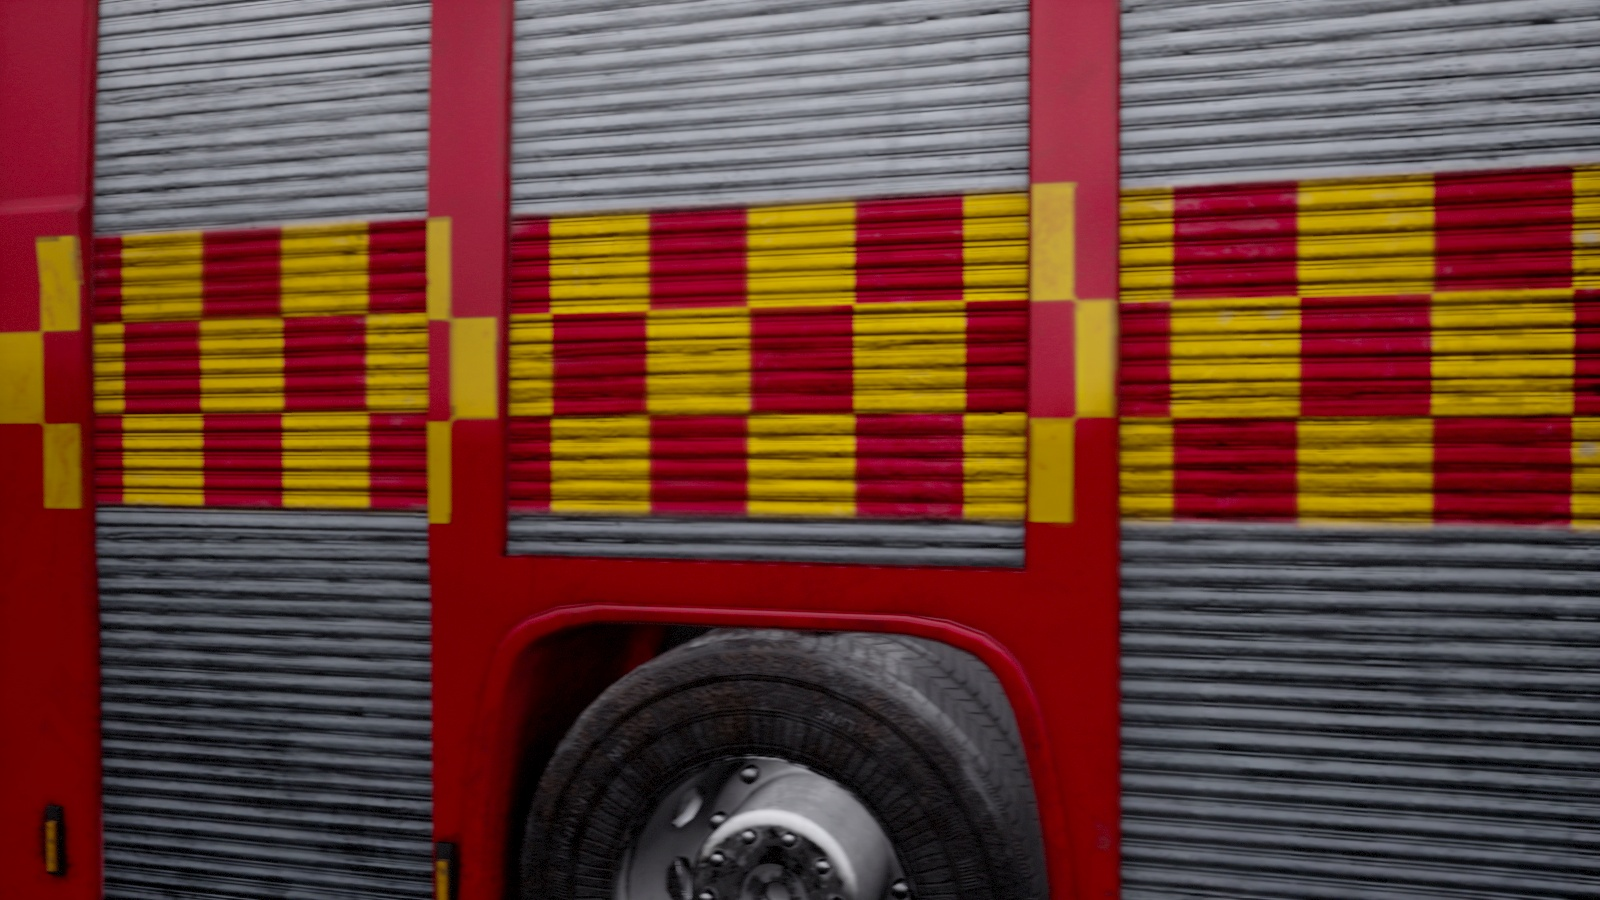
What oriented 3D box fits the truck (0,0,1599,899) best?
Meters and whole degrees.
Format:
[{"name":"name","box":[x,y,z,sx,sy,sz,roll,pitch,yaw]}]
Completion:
[{"name":"truck","box":[-2.341,-0.421,4.604,8.468,3.827,2.891,0,1,15]}]
